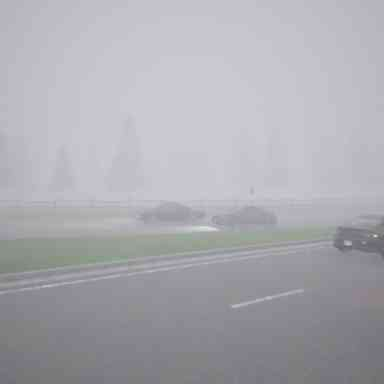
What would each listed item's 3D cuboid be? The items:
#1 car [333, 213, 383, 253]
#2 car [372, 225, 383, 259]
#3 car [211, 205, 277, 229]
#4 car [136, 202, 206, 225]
[{"bbox_3d":[7.137,1.513,12.233,4.674,1.442,1.812,0,0,-31],"label":"car"},{"bbox_3d":[6.976,1.542,8.084,5.357,1.411,2.033,0,0,-31],"label":"car"},{"bbox_3d":[3.364,1.530,21.454,4.181,1.385,1.994,0,0,-21],"label":"car"},{"bbox_3d":[-1.530,1.556,23.435,4.718,1.301,1.895,0,0,-19],"label":"car"}]
